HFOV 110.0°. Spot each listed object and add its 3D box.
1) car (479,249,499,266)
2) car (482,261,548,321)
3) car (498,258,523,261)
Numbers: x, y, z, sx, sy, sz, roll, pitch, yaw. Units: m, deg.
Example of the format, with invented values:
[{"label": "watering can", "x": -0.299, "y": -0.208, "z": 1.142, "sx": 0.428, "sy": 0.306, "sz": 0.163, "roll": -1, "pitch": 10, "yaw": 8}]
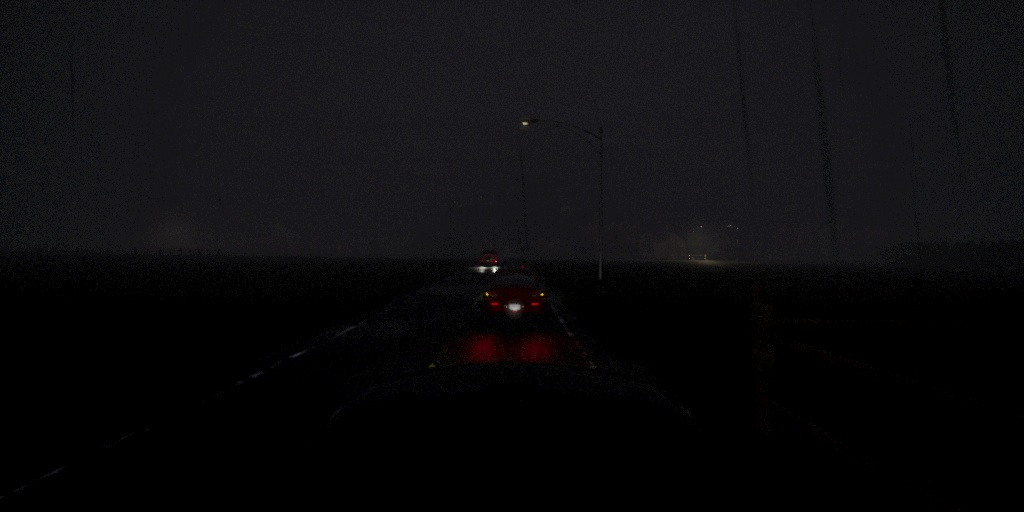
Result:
[{"label": "car", "x": -2.744, "y": 0.129, "z": 43.588, "sx": 2.150, "sy": 2.045, "sz": 5.566, "roll": 0, "pitch": 1, "yaw": 0}, {"label": "car", "x": 0.093, "y": 1.076, "z": 11.358, "sx": 1.812, "sy": 1.442, "sz": 4.674, "roll": 0, "pitch": 1, "yaw": 0}, {"label": "car", "x": 0.145, "y": 0.802, "z": 28.645, "sx": 1.895, "sy": 1.301, "sz": 4.718, "roll": 0, "pitch": 1, "yaw": 0}]
